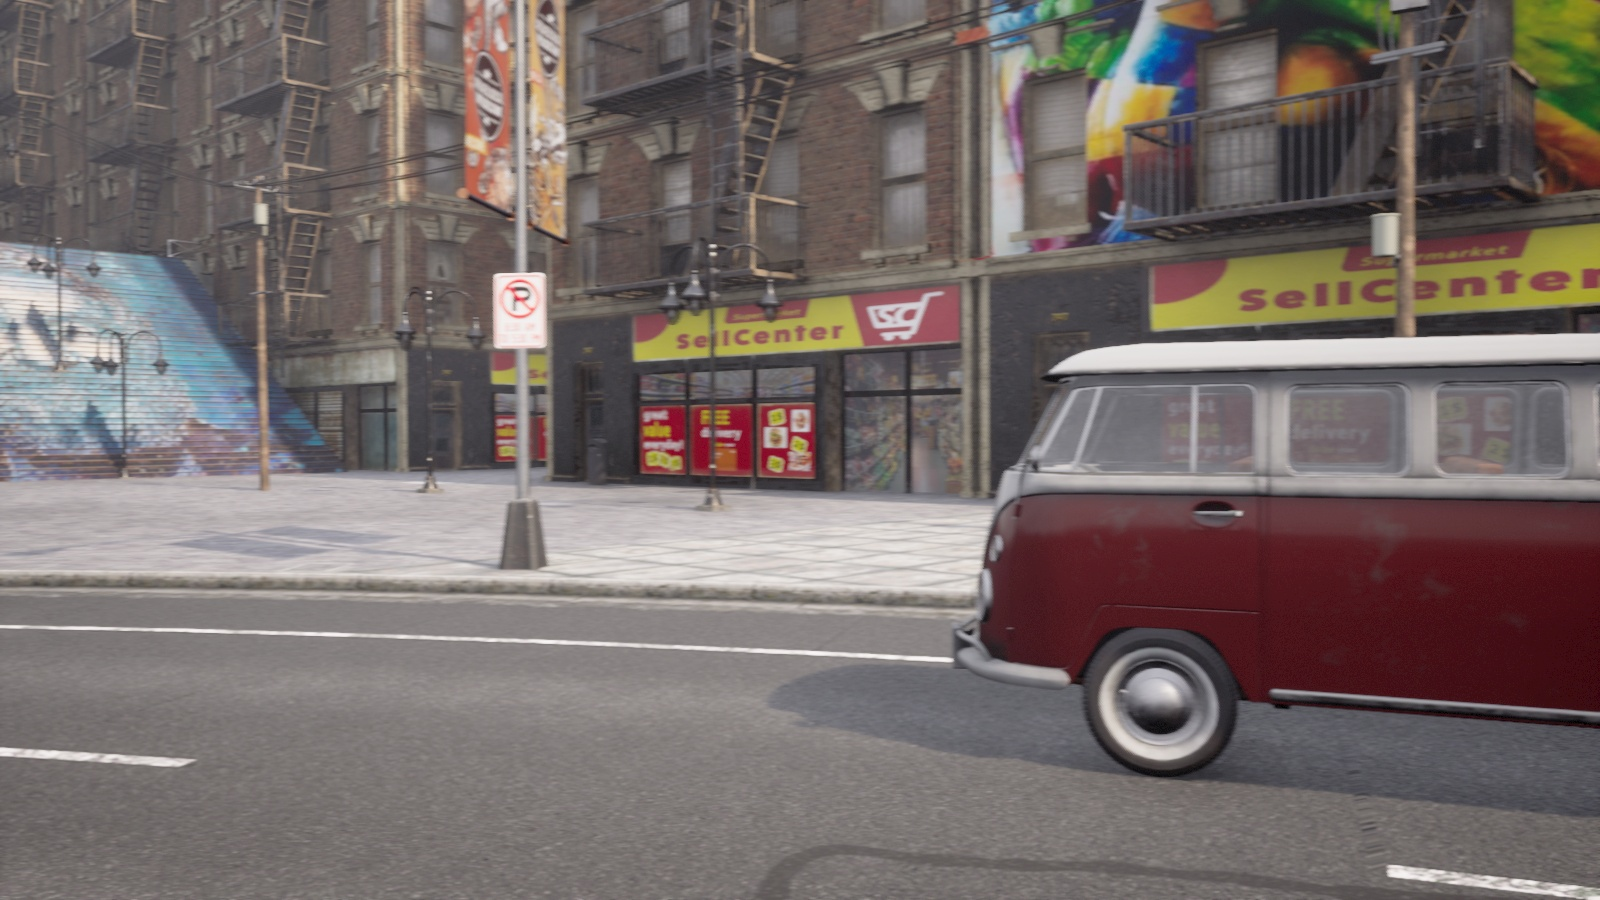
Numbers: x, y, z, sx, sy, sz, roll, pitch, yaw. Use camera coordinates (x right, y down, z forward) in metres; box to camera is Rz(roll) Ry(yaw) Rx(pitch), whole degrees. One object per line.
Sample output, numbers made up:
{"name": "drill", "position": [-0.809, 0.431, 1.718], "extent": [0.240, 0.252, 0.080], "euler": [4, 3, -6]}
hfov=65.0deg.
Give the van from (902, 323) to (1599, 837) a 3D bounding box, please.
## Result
{"name": "van", "position": [2.879, 0.486, 5.899], "extent": [4.442, 1.987, 1.775], "euler": [1, 1, 23]}
